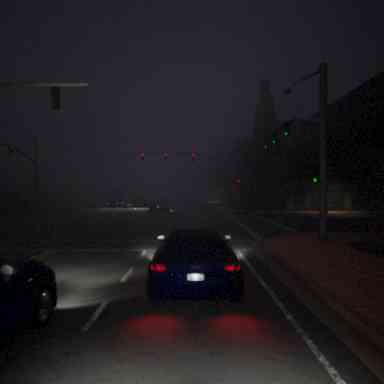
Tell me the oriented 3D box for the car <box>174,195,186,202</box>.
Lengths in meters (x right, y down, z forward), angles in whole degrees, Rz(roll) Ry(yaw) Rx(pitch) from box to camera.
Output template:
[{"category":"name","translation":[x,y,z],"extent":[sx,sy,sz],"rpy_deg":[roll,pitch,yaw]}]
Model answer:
[{"category":"car","translation":[-2.880,1.437,73.816],"extent":[1.837,1.490,4.892],"rpy_deg":[0,0,2]}]

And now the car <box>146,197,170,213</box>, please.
[{"category":"car","translation":[-3.576,1.533,37.029],"extent":[1.994,1.385,4.181],"rpy_deg":[0,0,0]}]

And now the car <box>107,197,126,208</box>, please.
[{"category":"car","translation":[-10.648,1.466,47.210],"extent":[1.837,1.490,4.892],"rpy_deg":[0,0,1]}]

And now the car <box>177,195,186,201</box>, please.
[{"category":"car","translation":[-2.612,1.372,83.917],"extent":[1.812,1.442,4.674],"rpy_deg":[0,0,2]}]

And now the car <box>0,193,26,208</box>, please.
[{"category":"car","translation":[-24.957,1.118,43.697],"extent":[4.605,1.855,1.932],"rpy_deg":[0,0,0]}]

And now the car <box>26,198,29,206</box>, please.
[{"category":"car","translation":[-24.899,1.118,46.592],"extent":[3.866,1.878,1.905],"rpy_deg":[0,0,0]}]

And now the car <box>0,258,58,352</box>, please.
[{"category":"car","translation":[-3.441,1.349,4.084],"extent":[2.097,1.767,4.553],"rpy_deg":[0,0,0]}]

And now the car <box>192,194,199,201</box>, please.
[{"category":"car","translation":[0.887,1.326,83.825],"extent":[1.882,1.535,5.008],"rpy_deg":[0,0,2]}]

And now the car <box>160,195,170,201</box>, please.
[{"category":"car","translation":[-6.291,1.396,77.231],"extent":[1.994,1.385,4.181],"rpy_deg":[0,0,2]}]

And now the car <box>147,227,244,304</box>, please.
[{"category":"car","translation":[0.068,1.557,8.221],"extent":[1.994,1.385,4.181],"rpy_deg":[0,0,0]}]

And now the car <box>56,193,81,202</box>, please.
[{"category":"car","translation":[-24.918,1.102,66.215],"extent":[3.866,1.878,1.905],"rpy_deg":[0,0,0]}]

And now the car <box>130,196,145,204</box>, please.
[{"category":"car","translation":[-10.203,1.512,62.886],"extent":[1.994,1.385,4.181],"rpy_deg":[0,0,2]}]

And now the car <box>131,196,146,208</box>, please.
[{"category":"car","translation":[-7.148,1.525,47.094],"extent":[1.994,1.385,4.181],"rpy_deg":[0,0,1]}]

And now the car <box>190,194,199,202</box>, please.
[{"category":"car","translation":[0.604,1.474,73.181],"extent":[2.033,1.411,5.357],"rpy_deg":[0,0,2]}]
